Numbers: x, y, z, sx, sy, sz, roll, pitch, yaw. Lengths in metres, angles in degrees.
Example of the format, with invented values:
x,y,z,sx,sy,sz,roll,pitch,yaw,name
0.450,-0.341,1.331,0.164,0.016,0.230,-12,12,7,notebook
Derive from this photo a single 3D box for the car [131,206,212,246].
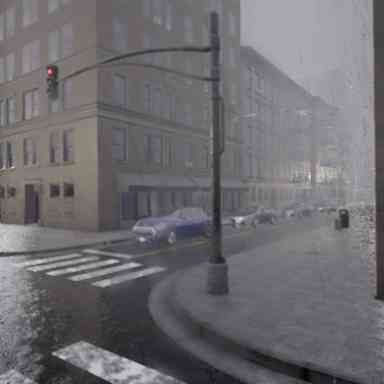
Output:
x,y,z,sx,sy,sz,roll,pitch,yaw,name
-0.888,1.537,16.632,2.097,1.767,4.553,-1,-1,37,car

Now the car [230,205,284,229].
x,y,z,sx,sy,sz,roll,pitch,yaw,name
4.497,1.714,24.019,2.128,1.511,4.902,-1,-1,36,car

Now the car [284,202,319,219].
x,y,z,sx,sy,sz,roll,pitch,yaw,name
10.080,1.753,31.722,2.128,1.511,4.902,-1,-1,36,car

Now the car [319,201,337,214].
x,y,z,sx,sy,sz,roll,pitch,yaw,name
15.982,1.792,39.824,2.128,1.511,4.902,-1,-1,36,car
